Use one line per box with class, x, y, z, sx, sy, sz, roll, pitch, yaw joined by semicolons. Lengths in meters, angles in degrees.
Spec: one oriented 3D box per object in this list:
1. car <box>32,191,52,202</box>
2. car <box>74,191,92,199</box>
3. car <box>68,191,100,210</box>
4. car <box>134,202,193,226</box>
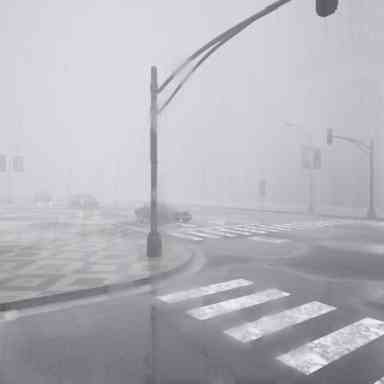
car;-23.047;0.586;51.178;2.097;1.767;4.553;0;1;-36
car;-21.705;0.521;66.168;1.882;1.535;5.008;0;1;-36
car;-11.299;0.886;34.708;2.097;1.767;4.553;0;1;-36
car;-1.937;1.363;21.693;1.895;1.301;4.718;0;1;-36
